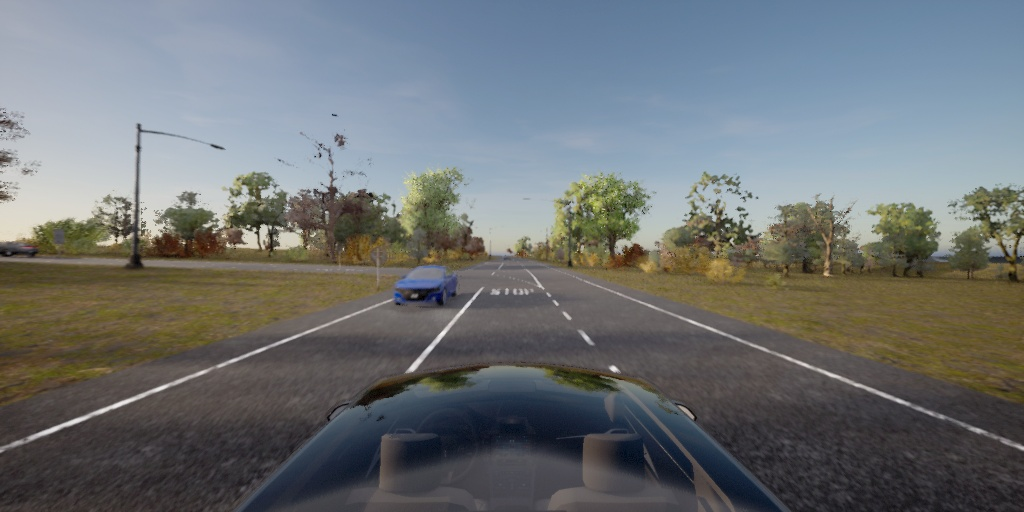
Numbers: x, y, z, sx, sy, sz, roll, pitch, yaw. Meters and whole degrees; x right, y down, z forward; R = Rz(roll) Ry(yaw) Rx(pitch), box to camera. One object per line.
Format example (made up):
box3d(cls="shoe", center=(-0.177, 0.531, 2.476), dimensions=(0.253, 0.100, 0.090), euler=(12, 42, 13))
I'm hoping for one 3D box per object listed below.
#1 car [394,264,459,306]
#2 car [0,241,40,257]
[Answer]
box3d(cls="car", center=(-3.471, 1.142, 15.280), dimensions=(1.882, 1.535, 5.008), euler=(0, 0, 0))
box3d(cls="car", center=(-49.270, -0.665, 34.916), dimensions=(4.902, 1.511, 2.128), euler=(2, 0, 0))
